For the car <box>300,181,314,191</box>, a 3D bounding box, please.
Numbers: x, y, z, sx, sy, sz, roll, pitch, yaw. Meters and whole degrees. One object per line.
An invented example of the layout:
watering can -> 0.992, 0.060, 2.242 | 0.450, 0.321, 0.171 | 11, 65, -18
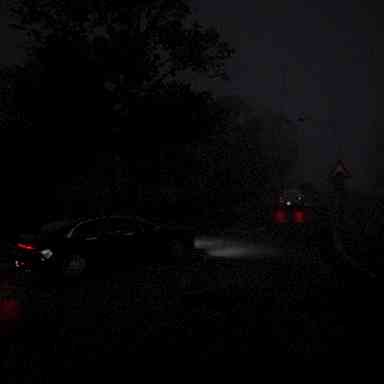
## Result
car -> 18.379, -0.974, 53.368 | 1.882, 1.535, 5.008 | 0, 3, 21

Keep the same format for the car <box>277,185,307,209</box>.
car -> 7.906, 0.494, 26.459 | 1.812, 1.442, 4.674 | 0, 3, 21

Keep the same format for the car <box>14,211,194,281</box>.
car -> -2.175, 1.295, 9.247 | 4.892, 1.490, 1.837 | -4, 2, -36
